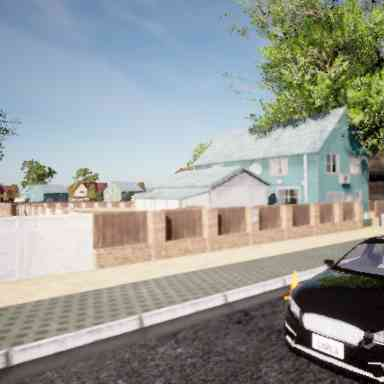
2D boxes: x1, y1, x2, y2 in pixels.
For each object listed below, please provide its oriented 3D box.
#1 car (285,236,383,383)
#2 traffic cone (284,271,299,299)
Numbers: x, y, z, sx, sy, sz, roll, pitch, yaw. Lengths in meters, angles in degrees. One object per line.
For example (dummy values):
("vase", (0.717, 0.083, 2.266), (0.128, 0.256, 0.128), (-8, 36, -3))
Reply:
("car", (3.470, 1.505, 5.352), (4.902, 1.511, 2.128), (0, 0, -39))
("traffic cone", (2.217, 1.987, 7.125), (0.340, 0.580, 0.340), (0, 0, -39))
